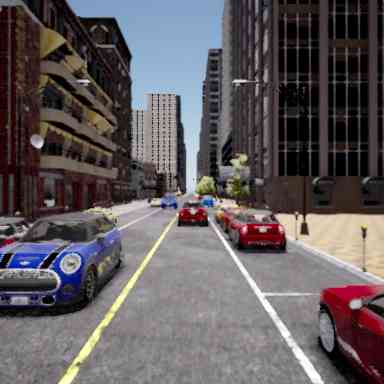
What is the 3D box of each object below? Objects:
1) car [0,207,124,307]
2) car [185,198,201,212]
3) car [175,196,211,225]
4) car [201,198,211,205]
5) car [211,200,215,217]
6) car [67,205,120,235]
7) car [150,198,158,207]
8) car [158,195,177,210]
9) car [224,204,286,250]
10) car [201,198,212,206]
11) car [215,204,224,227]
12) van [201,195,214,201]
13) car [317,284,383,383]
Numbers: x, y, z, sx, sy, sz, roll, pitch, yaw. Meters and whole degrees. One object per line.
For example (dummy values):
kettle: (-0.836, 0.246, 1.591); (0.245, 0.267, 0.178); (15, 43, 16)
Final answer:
car: (-3.105, 1.369, 8.234); (2.097, 1.767, 4.553); (0, 0, 0)
car: (0.073, 1.609, 41.452); (1.882, 1.535, 5.008); (0, 0, 0)
car: (0.083, 1.420, 24.588); (2.097, 1.767, 4.553); (0, 0, 0)
car: (2.644, 1.813, 65.454); (1.802, 1.307, 4.206); (0, 0, 0)
car: (2.672, 1.596, 25.978); (1.752, 1.417, 4.829); (0, 0, 0)
car: (-5.704, 1.576, 19.969); (1.752, 1.417, 4.829); (0, 0, 0)
car: (-5.728, 1.707, 53.951); (1.752, 1.417, 4.829); (0, 0, 0)
car: (-3.115, 1.378, 46.902); (2.150, 2.045, 5.566); (0, -1, 0)
car: (2.680, 1.472, 14.484); (1.967, 1.590, 4.097); (0, 0, 0)
car: (2.648, 1.731, 59.961); (1.752, 1.417, 4.829); (0, 0, 0)
car: (2.676, 1.595, 20.146); (1.887, 1.381, 4.507); (0, 0, 0)
van: (2.652, 1.522, 54.128); (1.690, 1.788, 3.998); (0, 0, 0)
car: (2.688, 1.551, 3.157); (1.887, 1.381, 4.507); (0, 0, 0)
